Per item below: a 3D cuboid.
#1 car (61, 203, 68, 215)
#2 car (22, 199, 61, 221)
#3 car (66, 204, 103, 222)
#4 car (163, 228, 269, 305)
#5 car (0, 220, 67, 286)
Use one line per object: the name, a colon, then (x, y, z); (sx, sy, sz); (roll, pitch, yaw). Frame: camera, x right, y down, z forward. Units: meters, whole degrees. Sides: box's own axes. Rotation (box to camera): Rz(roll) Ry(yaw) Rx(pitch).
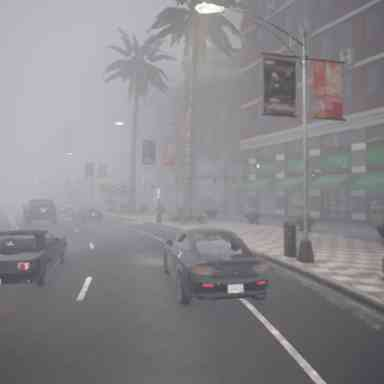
car: (-14.531, 2.048, 38.255); (1.812, 1.442, 4.674); (0, -1, -30)
car: (-12.614, 1.602, 27.470); (2.150, 2.045, 5.566); (0, -1, -30)
car: (-9.812, 1.981, 30.895); (1.994, 1.385, 4.181); (0, -1, -36)
car: (0.375, 1.632, 8.352); (1.812, 1.442, 4.674); (0, -1, -11)
car: (-4.853, 1.736, 9.562); (1.895, 1.301, 4.718); (0, -1, -12)
